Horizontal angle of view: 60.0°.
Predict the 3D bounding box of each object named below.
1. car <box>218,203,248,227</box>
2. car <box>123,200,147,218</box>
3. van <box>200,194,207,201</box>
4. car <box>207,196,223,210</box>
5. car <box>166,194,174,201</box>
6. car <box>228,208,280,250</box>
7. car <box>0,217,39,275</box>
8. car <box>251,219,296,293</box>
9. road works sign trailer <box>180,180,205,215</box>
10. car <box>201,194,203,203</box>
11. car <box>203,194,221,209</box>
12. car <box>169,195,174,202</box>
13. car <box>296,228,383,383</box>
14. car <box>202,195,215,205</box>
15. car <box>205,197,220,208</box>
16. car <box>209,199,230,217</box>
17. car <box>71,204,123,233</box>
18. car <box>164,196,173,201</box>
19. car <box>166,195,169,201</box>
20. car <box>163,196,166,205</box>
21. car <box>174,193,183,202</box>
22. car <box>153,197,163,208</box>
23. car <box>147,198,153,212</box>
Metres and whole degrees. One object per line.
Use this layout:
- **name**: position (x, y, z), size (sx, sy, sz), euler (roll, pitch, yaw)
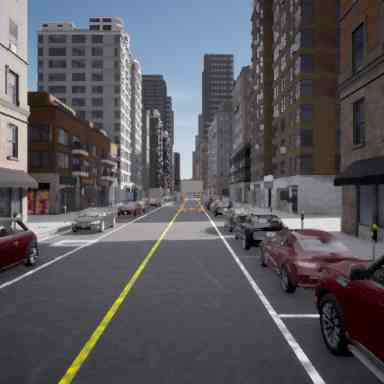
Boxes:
- **car**: position (2.859, 1.550, 19.574), size (2.008, 1.369, 4.403), euler (0, 0, 0)
- **car**: position (-5.667, 1.541, 30.602), size (1.887, 1.381, 4.507), euler (0, 0, 0)
- **van**: position (2.859, 1.323, 85.857), size (1.690, 1.788, 3.998), euler (0, 0, 0)
- **car**: position (2.859, 1.521, 36.315), size (1.752, 1.417, 4.829), euler (0, 0, 0)
- **car**: position (-5.667, 1.421, 85.852), size (1.967, 1.590, 4.097), euler (0, 0, 0)
- **car**: position (2.858, 1.565, 14.050), size (1.947, 1.339, 4.313), euler (0, 0, 0)
- **car**: position (-5.668, 1.440, 8.501), size (1.967, 1.590, 4.097), euler (0, 0, 0)
- **car**: position (2.858, 1.582, 8.526), size (1.802, 1.307, 4.206), euler (0, 0, 0)
- **road works sign trailer**: position (0.000, 0.460, 34.525), size (2.380, 3.560, 2.880), euler (0, 0, 0)
- **car**: position (2.858, 1.431, 52.716), size (1.967, 1.590, 4.097), euler (0, 0, 0)
- **car**: position (2.859, 1.309, 41.668), size (2.192, 1.841, 5.009), euler (0, 0, 0)
- **car**: position (-5.667, 1.566, 74.802), size (1.802, 1.307, 4.206), euler (0, 0, 0)
- **car**: position (2.859, 1.315, 3.003), size (2.192, 1.841, 5.009), euler (0, 0, 0)
- **car**: position (2.858, 1.429, 58.239), size (1.967, 1.590, 4.097), euler (0, 0, 0)
- **car**: position (2.858, 1.518, 47.362), size (1.752, 1.417, 4.829), euler (0, 0, 0)
- **car**: position (2.859, 1.563, 30.621), size (1.947, 1.339, 4.313), euler (0, 0, 0)
- **car**: position (-5.667, 1.549, 19.551), size (2.008, 1.369, 4.403), euler (0, 0, 0)
- **car**: position (-5.667, 1.549, 80.327), size (1.947, 1.339, 4.313), euler (0, 0, 0)
- **car**: position (-5.667, 1.555, 58.227), size (1.947, 1.339, 4.313), euler (0, 0, 0)
- **car**: position (-5.667, 1.556, 52.702), size (1.947, 1.339, 4.313), euler (0, 0, 0)
- **car**: position (-3.001, 1.152, 76.673), size (2.150, 2.045, 5.566), euler (0, 0, 0)
- **car**: position (-5.667, 1.537, 47.177), size (1.887, 1.381, 4.507), euler (0, 0, 0)
- **car**: position (-5.668, 1.577, 36.127), size (1.802, 1.307, 4.206), euler (0, 0, 0)
